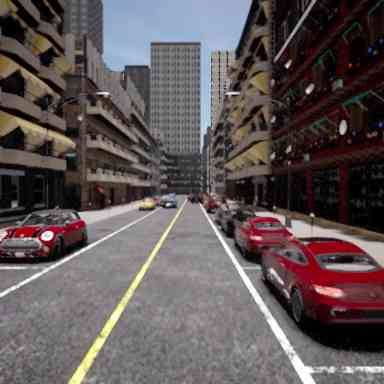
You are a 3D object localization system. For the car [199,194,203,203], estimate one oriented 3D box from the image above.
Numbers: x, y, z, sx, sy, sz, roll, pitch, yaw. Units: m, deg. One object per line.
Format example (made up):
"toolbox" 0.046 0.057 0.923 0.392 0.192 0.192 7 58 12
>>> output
"car" 2.548 1.433 56.687 1.802 1.307 4.206 -1 0 0

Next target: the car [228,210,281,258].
"car" 2.555 1.551 12.296 1.802 1.307 4.206 -1 0 0

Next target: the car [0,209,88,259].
"car" -5.327 1.409 12.273 1.967 1.590 4.097 -1 0 0

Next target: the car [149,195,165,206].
"car" -5.334 1.306 51.116 1.967 1.590 4.097 -1 0 0

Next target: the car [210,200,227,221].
"car" 2.552 1.490 23.393 2.008 1.369 4.403 -1 0 0

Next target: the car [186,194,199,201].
"car" 0.265 1.300 76.806 1.837 1.490 4.892 0 0 15

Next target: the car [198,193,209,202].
"car" 2.542 1.119 73.334 2.192 1.841 5.009 -1 0 0

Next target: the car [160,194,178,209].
"car" -2.842 1.380 42.671 2.128 1.511 4.902 0 0 0

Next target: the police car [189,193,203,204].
"police car" 0.815 1.264 61.039 1.930 1.638 5.238 0 0 0

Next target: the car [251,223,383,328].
"car" 2.555 1.565 6.747 1.802 1.307 4.206 -1 0 0

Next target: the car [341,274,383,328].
"car" 2.556 1.548 1.197 2.008 1.369 4.403 -1 0 0

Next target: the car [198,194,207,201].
"car" 2.542 1.229 78.883 1.967 1.590 4.097 -1 0 0

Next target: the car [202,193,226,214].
"car" 2.548 1.225 34.491 2.192 1.841 5.009 -1 0 0

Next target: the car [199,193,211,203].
"car" 2.543 1.135 67.784 2.192 1.841 5.009 -1 0 0

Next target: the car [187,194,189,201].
"car" 0.213 1.289 70.728 1.882 1.535 5.008 0 0 -11

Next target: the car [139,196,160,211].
"car" -5.331 1.421 39.849 1.752 1.417 4.829 -1 0 0

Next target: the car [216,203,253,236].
"car" 2.553 1.520 17.845 1.947 1.339 4.313 -1 0 0
